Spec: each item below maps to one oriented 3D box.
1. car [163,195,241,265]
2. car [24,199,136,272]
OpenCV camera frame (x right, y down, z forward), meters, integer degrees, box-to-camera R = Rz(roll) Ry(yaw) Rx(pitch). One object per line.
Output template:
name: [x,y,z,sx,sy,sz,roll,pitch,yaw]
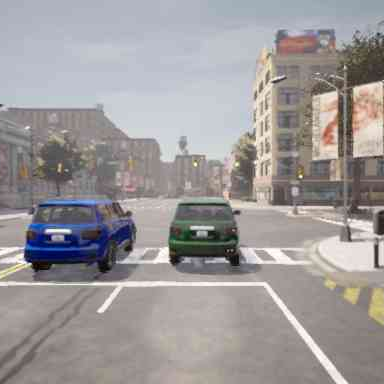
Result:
car: [0.568,1.237,11.940,2.150,2.045,5.566,0,0,6]
car: [-3.346,1.234,11.031,2.150,2.045,5.566,0,0,0]
